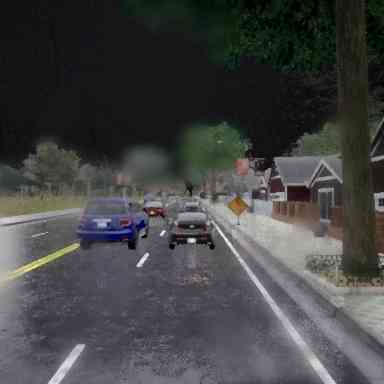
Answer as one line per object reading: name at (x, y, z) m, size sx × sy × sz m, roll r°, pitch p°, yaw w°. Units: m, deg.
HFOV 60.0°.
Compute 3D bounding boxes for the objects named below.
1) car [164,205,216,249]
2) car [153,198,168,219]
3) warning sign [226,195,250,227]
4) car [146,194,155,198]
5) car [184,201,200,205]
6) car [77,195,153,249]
car at (0.000, 1.537, 14.655) m, size 1.837 × 1.490 × 4.892 m, roll 0°, pitch 0°, yaw 0°
car at (-3.250, 1.551, 29.659) m, size 1.882 × 1.535 × 5.008 m, roll 0°, pitch 0°, yaw 0°
warning sign at (2.830, 1.150, 20.455) m, size 1.300 × 1.860 × 1.060 m, roll -1°, pitch -1°, yaw 0°
car at (-9.750, 1.440, 75.962) m, size 2.150 × 2.045 × 5.566 m, roll 0°, pitch 0°, yaw 0°
car at (0.000, 1.584, 29.659) m, size 1.837 × 1.490 × 4.892 m, roll 0°, pitch 0°, yaw 0°
car at (-3.250, 1.279, 14.687) m, size 2.150 × 2.045 × 5.566 m, roll 0°, pitch 0°, yaw 0°
